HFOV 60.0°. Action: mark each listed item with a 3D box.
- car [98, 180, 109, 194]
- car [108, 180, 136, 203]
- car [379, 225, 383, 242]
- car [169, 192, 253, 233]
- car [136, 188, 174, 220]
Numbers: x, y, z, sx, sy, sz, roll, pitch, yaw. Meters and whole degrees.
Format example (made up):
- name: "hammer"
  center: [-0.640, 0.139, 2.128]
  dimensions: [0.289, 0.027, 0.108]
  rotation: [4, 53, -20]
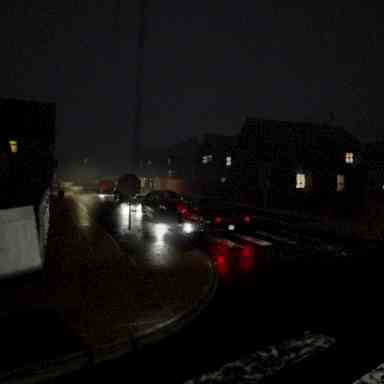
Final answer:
- name: "car"
  center: [-10.115, -0.673, 39.719]
  dimensions: [1.882, 1.535, 5.008]
  rotation: [0, 3, -22]
- name: "car"
  center: [-5.423, 0.030, 28.224]
  dimensions: [2.128, 1.511, 4.902]
  rotation: [0, 3, -22]
- name: "car"
  center: [9.093, 1.336, 11.532]
  dimensions: [4.902, 1.511, 2.128]
  rotation: [2, 3, -8]
- name: "car"
  center: [0.741, 0.948, 14.954]
  dimensions: [1.895, 1.301, 4.718]
  rotation: [1, 3, -22]
- name: "car"
  center: [-1.613, 0.624, 18.835]
  dimensions: [1.812, 1.442, 4.674]
  rotation: [0, 3, -22]
